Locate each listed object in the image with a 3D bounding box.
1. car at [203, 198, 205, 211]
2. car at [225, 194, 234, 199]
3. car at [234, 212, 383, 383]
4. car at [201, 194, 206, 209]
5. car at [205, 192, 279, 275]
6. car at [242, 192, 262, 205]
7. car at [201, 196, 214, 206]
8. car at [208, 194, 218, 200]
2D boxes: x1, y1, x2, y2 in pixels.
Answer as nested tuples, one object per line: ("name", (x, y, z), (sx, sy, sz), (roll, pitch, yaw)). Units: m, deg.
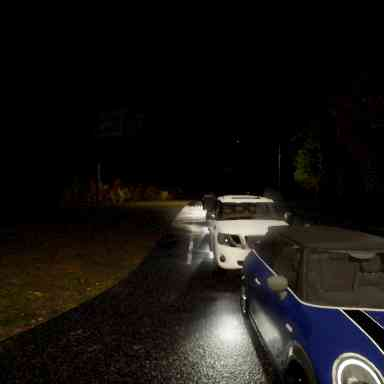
("car", (1.880, 1.380, 23.119), (1.837, 1.490, 4.892), (0, 0, 1))
("car", (9.994, 1.117, 89.513), (1.895, 1.301, 4.718), (0, 0, 1))
("car", (1.935, 1.338, 4.186), (2.097, 1.767, 4.553), (0, 0, -1))
("car", (2.124, 1.282, 37.408), (1.882, 1.535, 5.008), (0, 0, 1))
("car", (1.680, 1.160, 10.530), (2.150, 2.045, 5.566), (0, 0, 1))
("car", (9.369, 0.955, 52.196), (2.150, 2.045, 5.566), (0, 0, 1))
("car", (2.396, 1.334, 51.278), (1.895, 1.301, 4.718), (0, 0, 2))
("car", (4.921, 1.139, 78.236), (1.994, 1.385, 4.181), (0, 0, 8))
